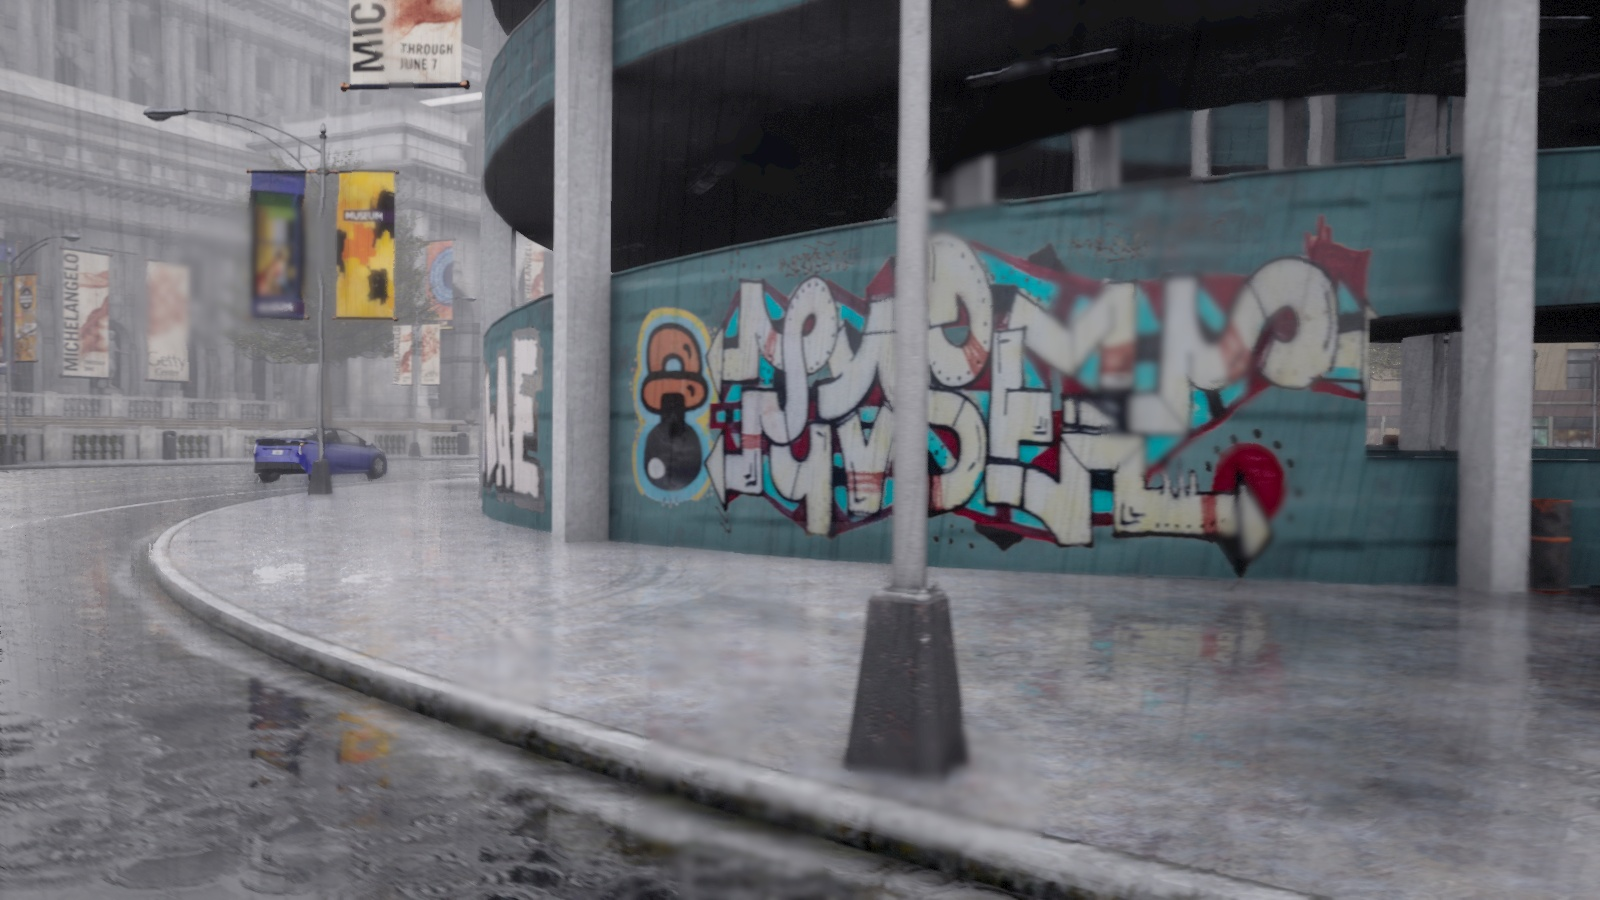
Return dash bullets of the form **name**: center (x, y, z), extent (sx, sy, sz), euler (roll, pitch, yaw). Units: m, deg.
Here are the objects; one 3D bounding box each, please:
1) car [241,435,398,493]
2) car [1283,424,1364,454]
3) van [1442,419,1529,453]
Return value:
- **car**: center (-13.432, 0.341, 35.454), extent (2.007, 1.525, 4.514), euler (0, 1, 12)
- **car**: center (32.602, -0.681, 78.259), extent (4.553, 1.767, 2.097), euler (0, 1, 26)
- **van**: center (40.602, -0.806, 74.455), extent (4.442, 1.987, 1.775), euler (0, 1, 26)
